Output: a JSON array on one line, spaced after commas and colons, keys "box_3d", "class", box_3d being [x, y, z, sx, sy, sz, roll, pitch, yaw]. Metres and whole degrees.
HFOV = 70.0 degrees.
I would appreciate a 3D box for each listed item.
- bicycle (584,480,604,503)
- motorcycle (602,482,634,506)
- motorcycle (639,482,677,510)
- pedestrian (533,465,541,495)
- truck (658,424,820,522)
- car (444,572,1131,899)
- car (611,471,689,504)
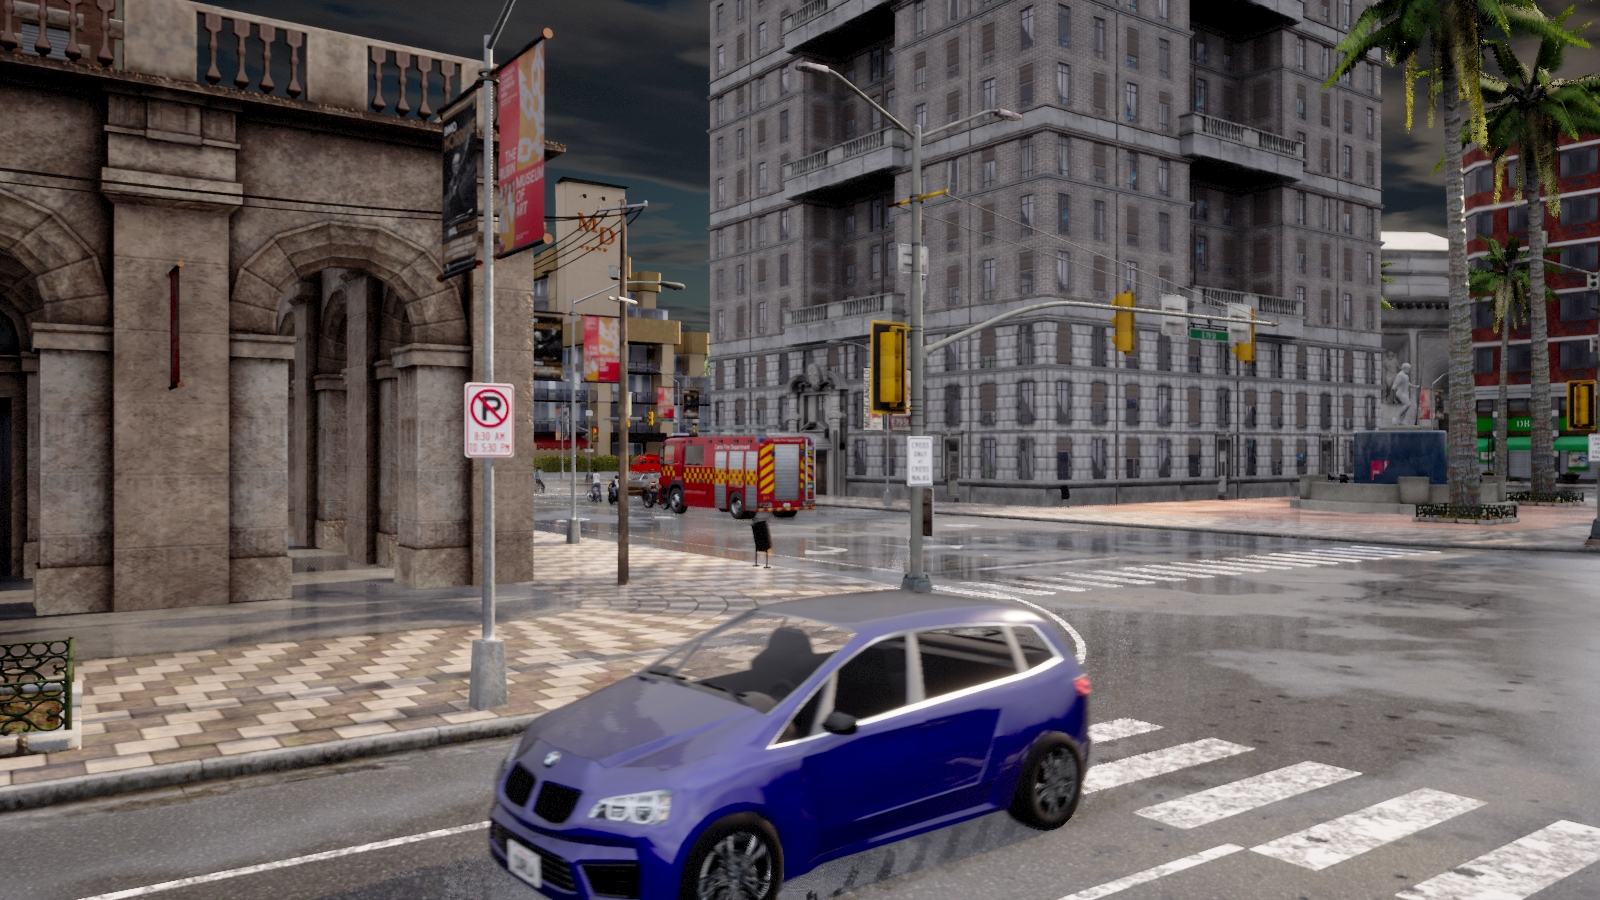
[{"box_3d": [-11.041, 2.206, 61.243, 0.373, 1.196, 1.643, 0, 0, -35], "class": "bicycle"}, {"box_3d": [-9.225, 2.213, 57.791, 0.803, 1.145, 2.033, 0, 0, -36], "class": "motorcycle"}, {"box_3d": [-6.779, 2.170, 54.363, 0.764, 1.277, 2.356, 0, 0, -35], "class": "motorcycle"}, {"box_3d": [-16.327, 1.850, 70.928, 0.375, 1.860, 0.375, 0, 0, -36], "class": "pedestrian"}, {"box_3d": [-2.809, 0.892, 49.183, 2.891, 3.827, 8.468, 0, 0, -35], "class": "truck"}, {"box_3d": [0.096, 1.968, 8.311, 4.611, 1.667, 2.242, 0, 0, -40], "class": "car"}, {"box_3d": [-8.223, 1.992, 62.252, 2.152, 1.651, 5.027, 0, 0, -35], "class": "car"}]
